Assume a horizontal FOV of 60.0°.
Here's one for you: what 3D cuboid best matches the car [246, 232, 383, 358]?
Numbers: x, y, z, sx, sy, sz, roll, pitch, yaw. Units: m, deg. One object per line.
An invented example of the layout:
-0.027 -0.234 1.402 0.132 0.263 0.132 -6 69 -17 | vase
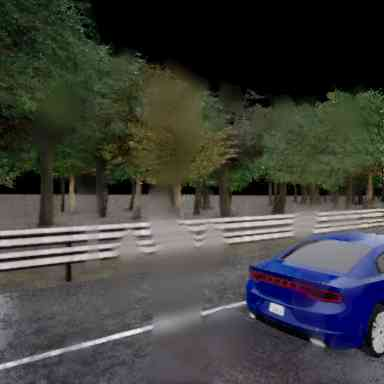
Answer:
3.224 1.489 6.108 5.008 1.535 1.882 0 0 -35 | car
